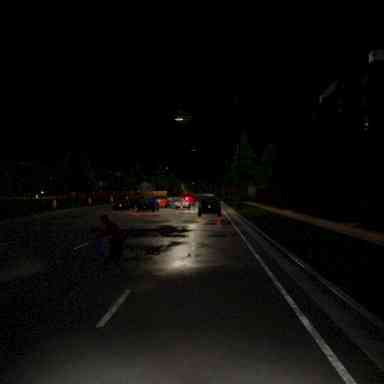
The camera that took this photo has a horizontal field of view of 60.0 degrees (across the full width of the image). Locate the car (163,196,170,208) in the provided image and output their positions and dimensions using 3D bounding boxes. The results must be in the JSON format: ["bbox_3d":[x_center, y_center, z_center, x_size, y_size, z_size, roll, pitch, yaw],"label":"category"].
[{"bbox_3d":[-4.489,1.352,48.860,2.097,1.767,4.553,0,0,4],"label":"car"}]

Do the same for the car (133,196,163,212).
[{"bbox_3d":[-5.001,1.477,38.528,1.882,1.535,5.008,0,0,4],"label":"car"}]

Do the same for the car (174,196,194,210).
[{"bbox_3d":[-1.189,1.601,43.986,1.895,1.301,4.718,0,0,3],"label":"car"}]

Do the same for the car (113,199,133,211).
[{"bbox_3d":[-8.343,1.564,41.224,1.994,1.385,4.181,0,0,3],"label":"car"}]

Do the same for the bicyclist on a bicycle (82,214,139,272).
[{"bbox_3d":[-2.302,1.452,9.343,1.656,1.620,0.582,0,0,3],"label":"bicyclist on a bicycle"}]

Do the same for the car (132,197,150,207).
[{"bbox_3d":[-7.824,1.525,51.126,1.812,1.442,4.674,0,0,3],"label":"car"}]

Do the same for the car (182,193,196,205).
[{"bbox_3d":[-0.671,1.221,54.010,2.150,2.045,5.566,0,0,3],"label":"car"}]

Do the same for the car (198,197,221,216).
[{"bbox_3d":[1.705,1.352,32.311,2.097,1.767,4.553,0,0,3],"label":"car"}]

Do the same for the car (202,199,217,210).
[{"bbox_3d":[2.299,1.601,43.815,1.895,1.301,4.718,0,0,3],"label":"car"}]
